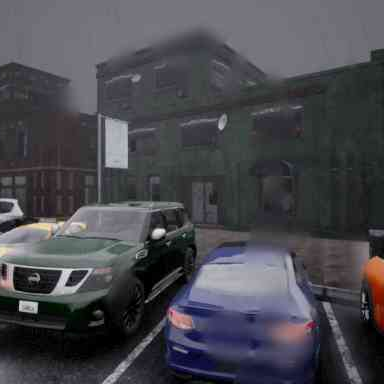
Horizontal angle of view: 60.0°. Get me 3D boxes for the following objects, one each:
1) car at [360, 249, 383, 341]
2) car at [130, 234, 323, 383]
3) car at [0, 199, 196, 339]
[{"bbox_3d":[3.439,1.360,3.695,2.185,1.767,4.553,1,-1,15],"label":"car"},{"bbox_3d":[0.975,1.526,5.399,2.002,1.452,4.674,0,-1,15],"label":"car"},{"bbox_3d":[-1.457,1.236,7.118,2.435,2.045,5.566,1,-1,15],"label":"car"}]
